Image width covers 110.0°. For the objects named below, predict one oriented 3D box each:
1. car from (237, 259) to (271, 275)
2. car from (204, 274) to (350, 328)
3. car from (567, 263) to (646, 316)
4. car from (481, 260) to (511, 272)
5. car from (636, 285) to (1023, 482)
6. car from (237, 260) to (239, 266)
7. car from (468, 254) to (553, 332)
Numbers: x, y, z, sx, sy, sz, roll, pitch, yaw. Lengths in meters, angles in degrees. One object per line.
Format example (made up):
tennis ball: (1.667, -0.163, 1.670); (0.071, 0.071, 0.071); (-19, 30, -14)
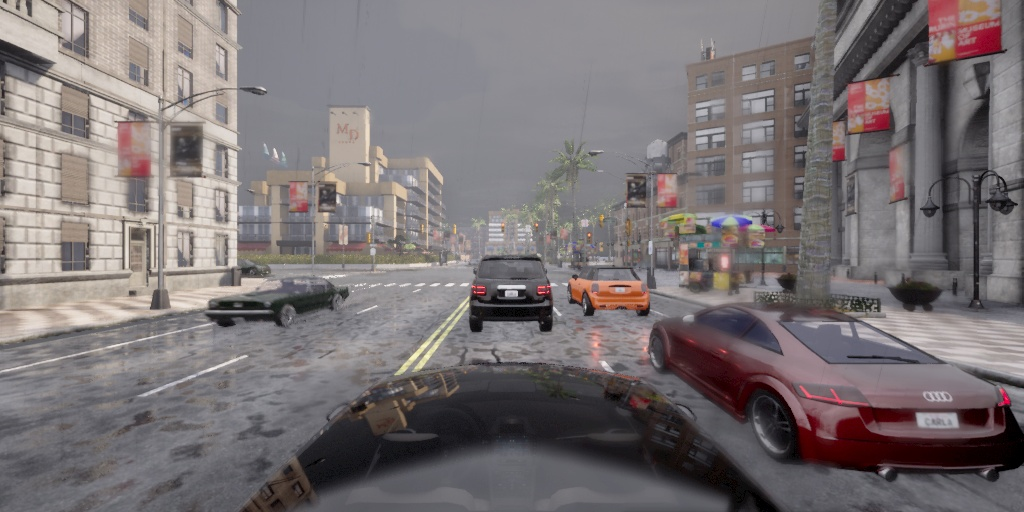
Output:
car: (-27.687, 1.112, 37.277); (4.553, 1.767, 2.097); (0, 0, -1)
car: (-7.184, 1.354, 11.596); (1.895, 1.301, 4.718); (0, 0, 0)
car: (3.430, 1.105, 13.566); (2.097, 1.767, 4.553); (0, 0, -1)
car: (-2.065, 1.310, 48.245); (2.033, 1.411, 5.357); (0, 0, 22)
car: (3.478, 1.315, 4.933); (1.994, 1.385, 4.181); (0, 0, 0)
car: (-29.417, 1.307, 33.737); (5.357, 1.411, 2.033); (0, 0, -1)
car: (-0.045, 0.974, 11.081); (2.150, 2.045, 5.566); (0, 0, -1)
